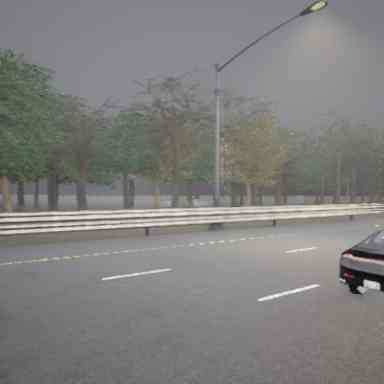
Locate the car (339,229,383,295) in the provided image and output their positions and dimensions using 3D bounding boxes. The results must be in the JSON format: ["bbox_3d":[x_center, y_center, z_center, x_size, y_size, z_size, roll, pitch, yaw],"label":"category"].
[{"bbox_3d":[5.374,1.561,7.690,4.902,1.511,2.128,1,0,-35],"label":"car"}]
